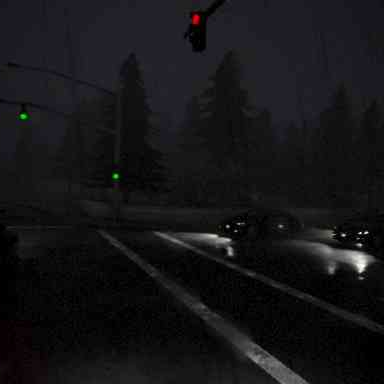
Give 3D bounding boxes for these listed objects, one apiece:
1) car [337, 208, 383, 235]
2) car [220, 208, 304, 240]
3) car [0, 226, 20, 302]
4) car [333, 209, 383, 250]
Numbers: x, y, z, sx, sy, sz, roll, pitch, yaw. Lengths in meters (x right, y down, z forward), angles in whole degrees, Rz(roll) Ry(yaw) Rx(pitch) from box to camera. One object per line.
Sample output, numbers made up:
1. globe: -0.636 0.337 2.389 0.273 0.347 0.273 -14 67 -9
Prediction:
1. car: 11.155 1.755 20.238 4.181 1.385 1.994 2 1 -25
2. car: 3.525 1.520 16.714 4.181 1.385 1.994 2 1 -24
3. car: -4.818 1.354 7.175 1.895 1.301 4.718 2 1 -25
4. car: 8.689 1.667 15.238 4.892 1.490 1.837 2 1 -25
